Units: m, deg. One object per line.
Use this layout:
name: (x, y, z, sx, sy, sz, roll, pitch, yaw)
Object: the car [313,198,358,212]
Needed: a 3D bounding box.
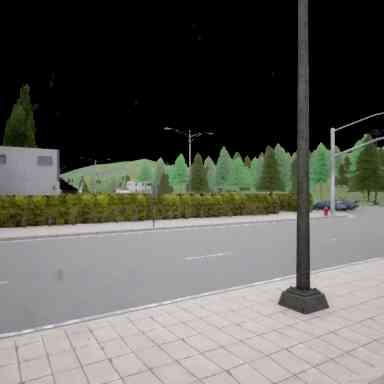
car: (15.949, 1.547, 38.891, 2.033, 1.411, 5.357, 0, 0, -33)
